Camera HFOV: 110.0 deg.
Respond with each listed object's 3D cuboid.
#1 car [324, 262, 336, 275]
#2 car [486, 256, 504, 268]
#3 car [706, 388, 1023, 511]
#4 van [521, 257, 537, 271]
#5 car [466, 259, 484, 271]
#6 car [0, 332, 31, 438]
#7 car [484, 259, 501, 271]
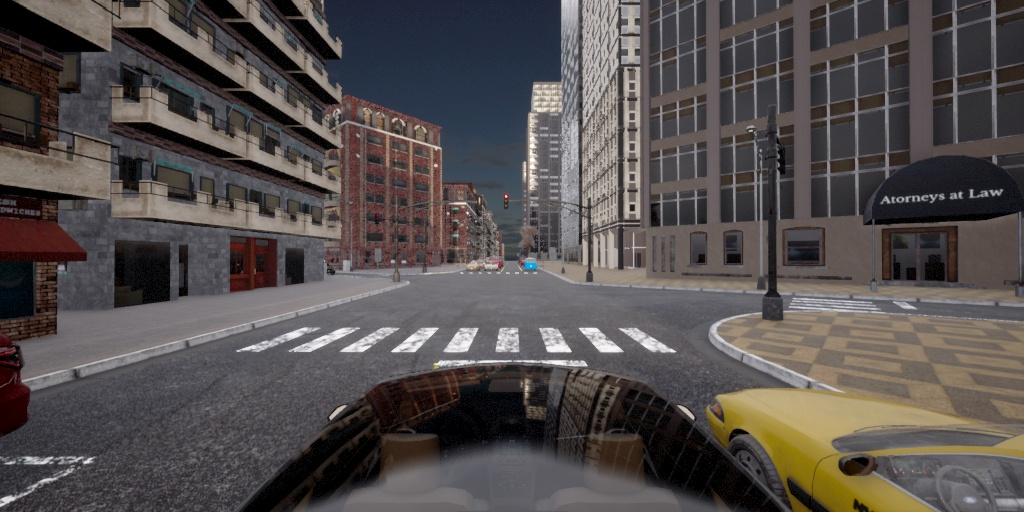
[{"bbox_3d":[-22.369,1.455,41.775,4.892,1.490,1.837,-1,-1,41],"label":"car"},{"bbox_3d":[-2.858,1.037,59.699,2.150,2.045,5.566,0,0,0],"label":"car"},{"bbox_3d":[2.566,1.275,1.258,1.751,1.417,4.829,0,0,0],"label":"car"},{"bbox_3d":[2.543,1.136,50.081,1.690,1.789,3.998,0,0,0],"label":"van"},{"bbox_3d":[-5.337,1.320,49.908,1.751,1.417,4.829,0,0,0],"label":"car"},{"bbox_3d":[-5.314,1.065,1.078,2.192,1.841,5.009,0,0,0],"label":"car"},{"bbox_3d":[-2.871,1.396,50.192,1.895,1.301,4.718,0,0,-2],"label":"car"}]
